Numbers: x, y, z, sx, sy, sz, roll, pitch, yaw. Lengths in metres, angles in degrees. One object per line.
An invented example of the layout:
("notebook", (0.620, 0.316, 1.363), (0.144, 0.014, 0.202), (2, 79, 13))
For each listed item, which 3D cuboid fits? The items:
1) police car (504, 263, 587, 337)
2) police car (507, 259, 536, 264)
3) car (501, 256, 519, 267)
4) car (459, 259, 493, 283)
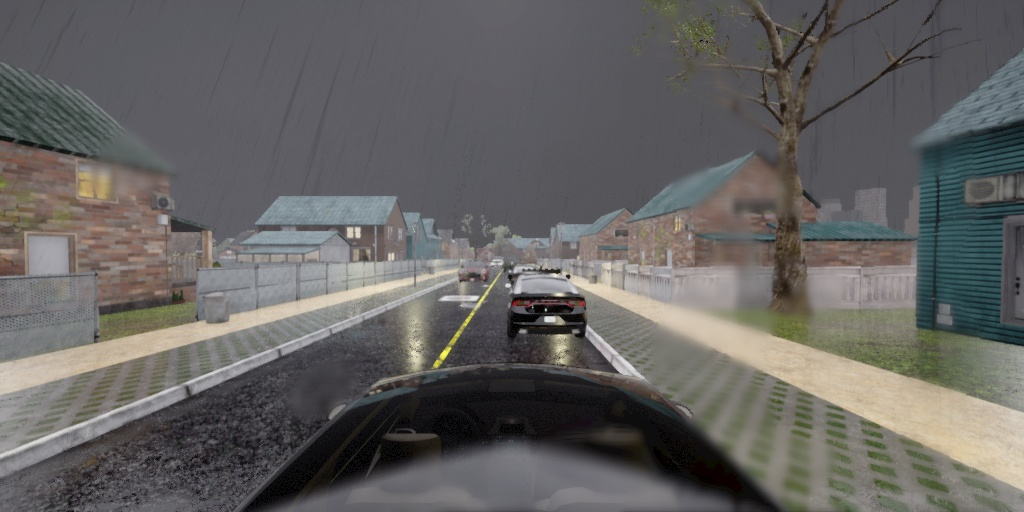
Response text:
("police car", (0.827, 1.173, 10.368), (1.930, 1.638, 5.238), (0, 0, 0))
("police car", (0.828, 1.179, 20.370), (1.930, 1.638, 5.238), (0, 0, 0))
("car", (0.029, 1.021, 47.016), (2.150, 2.045, 5.566), (0, 0, 0))
("car", (-2.844, 1.114, 27.895), (2.097, 1.767, 4.553), (0, 0, 0))
